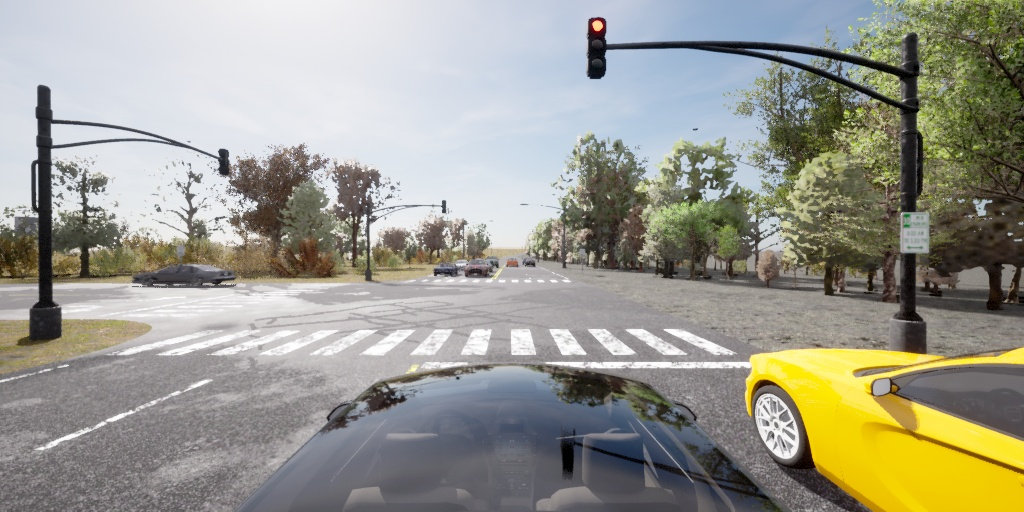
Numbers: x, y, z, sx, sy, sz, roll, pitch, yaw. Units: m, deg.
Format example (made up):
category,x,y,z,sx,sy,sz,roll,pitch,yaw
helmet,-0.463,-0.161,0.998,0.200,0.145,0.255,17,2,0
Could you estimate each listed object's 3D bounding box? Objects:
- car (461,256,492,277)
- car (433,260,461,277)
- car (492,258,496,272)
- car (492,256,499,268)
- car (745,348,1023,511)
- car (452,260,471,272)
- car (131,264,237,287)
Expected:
category,x,y,z,sx,sy,sz,roll,pitch,yaw
car,-3.348,1.102,35.066,2.097,1.767,4.553,0,0,0
car,-6.599,1.351,36.239,1.895,1.301,4.718,0,0,0
car,-3.349,1.277,44.053,1.812,1.442,4.674,0,0,0
car,-3.343,0.974,59.848,2.150,2.045,5.566,0,0,-1
car,3.363,1.195,1.716,1.882,1.535,5.008,0,1,0
car,-6.598,1.278,47.006,1.812,1.442,4.674,0,1,0
car,-21.038,1.244,23.159,5.357,1.411,2.033,0,0,-2
